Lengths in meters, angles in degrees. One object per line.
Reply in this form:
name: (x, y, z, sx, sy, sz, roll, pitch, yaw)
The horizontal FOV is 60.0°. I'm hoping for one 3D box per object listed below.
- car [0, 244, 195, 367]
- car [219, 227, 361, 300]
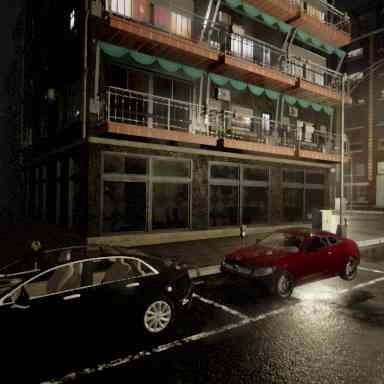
car: (-2.011, 1.551, 5.068, 4.403, 1.369, 2.008, 0, 1, -36)
car: (2.615, 1.585, 8.375, 4.206, 1.307, 1.802, 0, 1, -36)
